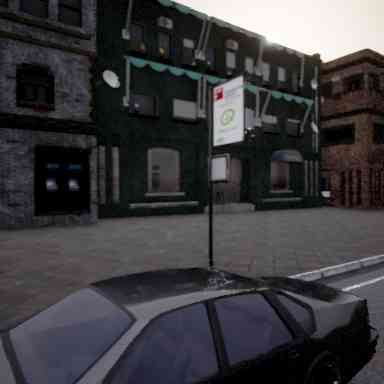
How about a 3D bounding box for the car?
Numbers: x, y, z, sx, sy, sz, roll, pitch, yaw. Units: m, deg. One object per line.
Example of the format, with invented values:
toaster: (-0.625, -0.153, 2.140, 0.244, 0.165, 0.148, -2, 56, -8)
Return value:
car: (-0.315, 1.546, 3.156, 5.357, 1.411, 2.033, 0, 0, -36)
